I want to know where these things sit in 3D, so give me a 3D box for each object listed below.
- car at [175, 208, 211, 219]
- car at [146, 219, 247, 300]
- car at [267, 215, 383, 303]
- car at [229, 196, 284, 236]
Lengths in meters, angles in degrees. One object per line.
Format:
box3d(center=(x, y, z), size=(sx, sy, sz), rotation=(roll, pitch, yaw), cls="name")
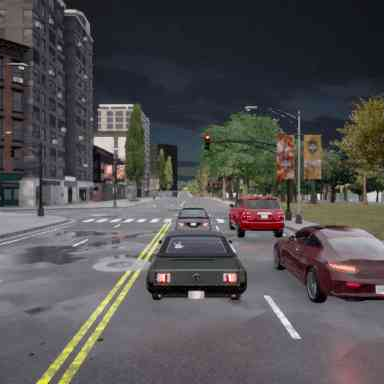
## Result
box3d(center=(0.060, 1.543, 17.916), size=(2.033, 1.411, 5.357), rotation=(0, 0, 0), cls="car")
box3d(center=(0.081, 1.599, 8.324), size=(1.895, 1.301, 4.718), rotation=(0, 0, 0), cls="car")
box3d(center=(3.334, 1.524, 8.065), size=(1.812, 1.442, 4.674), rotation=(0, 0, 0), cls="car")
box3d(center=(3.309, 1.217, 17.877), size=(2.150, 2.045, 5.566), rotation=(0, 0, 0), cls="car")
